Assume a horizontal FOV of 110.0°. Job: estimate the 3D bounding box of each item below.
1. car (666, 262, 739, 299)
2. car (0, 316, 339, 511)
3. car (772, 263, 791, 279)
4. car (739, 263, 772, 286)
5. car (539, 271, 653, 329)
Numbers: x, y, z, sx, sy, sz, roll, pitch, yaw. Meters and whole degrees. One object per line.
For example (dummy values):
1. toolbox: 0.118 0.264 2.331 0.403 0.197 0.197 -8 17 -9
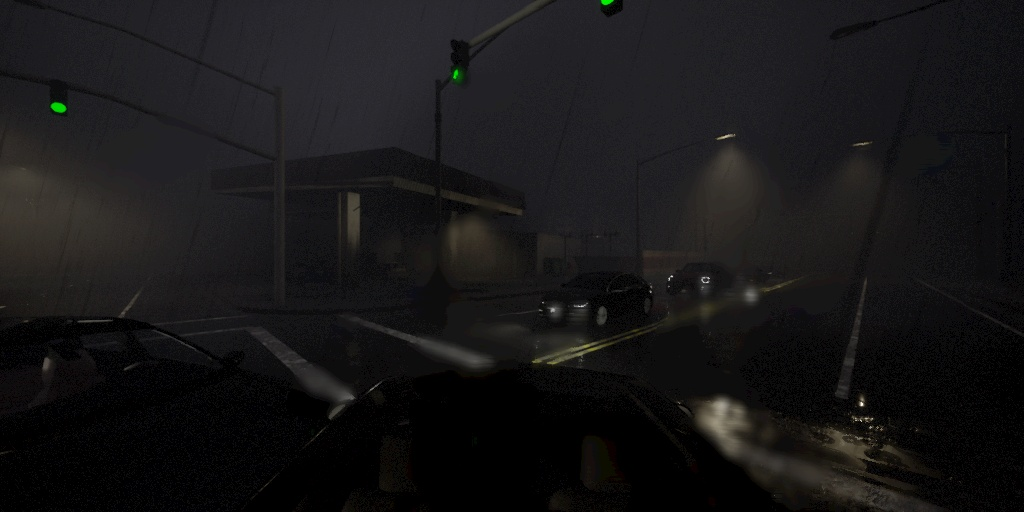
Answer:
1. car: 9.698 1.101 18.384 4.553 1.767 2.097 0 0 -45
2. car: -3.424 1.242 2.505 4.902 1.511 2.128 0 0 15
3. car: 23.741 1.312 32.365 4.181 1.385 1.994 0 0 -45
4. car: 16.616 1.313 25.303 1.994 1.385 4.181 0 0 44
5. car: 2.867 1.255 11.530 1.837 1.490 4.892 0 0 45
